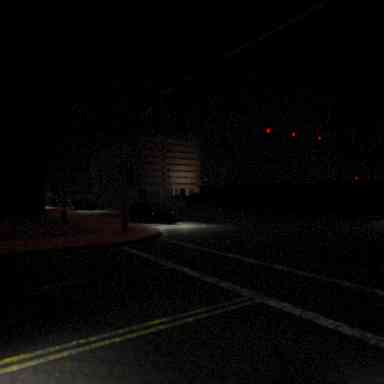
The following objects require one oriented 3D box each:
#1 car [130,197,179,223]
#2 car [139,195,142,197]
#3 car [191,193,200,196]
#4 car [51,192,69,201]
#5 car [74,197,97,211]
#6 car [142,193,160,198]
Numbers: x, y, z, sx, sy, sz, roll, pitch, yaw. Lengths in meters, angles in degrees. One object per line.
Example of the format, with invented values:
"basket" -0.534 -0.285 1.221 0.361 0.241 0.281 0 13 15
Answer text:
"car" -3.145 1.452 25.587 1.882 1.535 5.008 0 0 -33
"car" -11.146 1.068 84.128 4.605 1.855 1.932 0 0 -34
"car" 1.478 1.072 65.481 3.866 1.878 1.905 0 0 -34
"car" -21.949 0.912 55.090 2.150 2.045 5.566 0 0 -33
"car" -13.337 1.449 41.493 1.882 1.535 5.008 0 0 -33
"car" -9.566 1.071 81.702 3.866 1.878 1.905 0 0 -34
